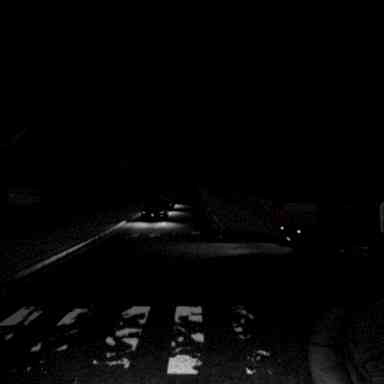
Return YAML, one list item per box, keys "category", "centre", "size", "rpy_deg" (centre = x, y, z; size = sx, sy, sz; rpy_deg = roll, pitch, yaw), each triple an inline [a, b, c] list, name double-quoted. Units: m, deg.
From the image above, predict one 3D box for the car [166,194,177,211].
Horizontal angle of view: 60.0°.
- category: "car"
  centre: [-2.868, 1.202, 35.589]
  size: [1.812, 1.442, 4.674]
  rpy_deg: [0, 1, 0]

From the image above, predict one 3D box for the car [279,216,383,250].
- category: "car"
  centre: [6.352, 1.738, 14.817]
  size: [4.718, 1.301, 1.895]
  rpy_deg: [1, 0, -12]

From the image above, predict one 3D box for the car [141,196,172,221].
- category: "car"
  centre: [-2.861, 1.374, 26.417]
  size: [1.837, 1.490, 4.892]
  rpy_deg: [0, 1, 0]

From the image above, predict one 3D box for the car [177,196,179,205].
- category: "car"
  centre: [-2.865, 0.970, 46.361]
  size: [1.812, 1.442, 4.674]
  rpy_deg: [0, 1, 0]
